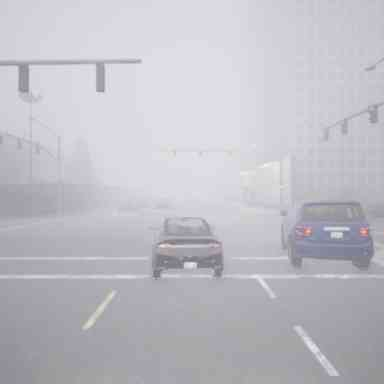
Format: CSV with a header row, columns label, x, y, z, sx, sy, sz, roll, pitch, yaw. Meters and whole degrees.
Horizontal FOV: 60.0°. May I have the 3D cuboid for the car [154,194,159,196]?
label,x,y,z,sx,sy,sz,roll,pitch,yaw
car,-7.034,1.335,57.879,2.097,1.767,4.553,0,0,0

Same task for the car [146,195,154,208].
label,x,y,z,sx,sy,sz,roll,pitch,yaw
car,-7.088,1.338,47.760,2.097,1.767,4.553,0,0,0

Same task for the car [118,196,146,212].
label,x,y,z,sx,sy,sz,roll,pitch,yaw
car,-7.148,1.340,38.936,2.097,1.767,4.553,0,0,2

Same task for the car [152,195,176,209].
label,x,y,z,sx,sy,sz,roll,pitch,yaw
car,-3.590,1.535,43.553,2.033,1.411,5.357,0,0,0

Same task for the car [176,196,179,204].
label,x,y,z,sx,sy,sz,roll,pitch,yaw
car,-3.572,1.489,53.149,1.837,1.490,4.892,0,0,1

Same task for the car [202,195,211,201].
label,x,y,z,sx,sy,sz,roll,pitch,yaw
car,3.494,1.502,80.493,2.128,1.511,4.902,0,0,0

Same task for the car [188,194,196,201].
label,x,y,z,sx,sy,sz,roll,pitch,yaw
car,-0.006,1.332,80.616,2.097,1.767,4.553,0,0,0

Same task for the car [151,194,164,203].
label,x,y,z,sx,sy,sz,roll,pitch,yaw
car,-7.005,1.333,68.128,2.097,1.767,4.553,0,0,0

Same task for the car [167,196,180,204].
label,x,y,z,sx,sy,sz,roll,pitch,yaw
car,-3.504,1.529,63.548,2.033,1.411,5.357,0,0,0

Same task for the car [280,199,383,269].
label,x,y,z,sx,sy,sz,roll,pitch,yaw
car,4.332,1.238,11.382,2.150,2.045,5.566,0,-1,11

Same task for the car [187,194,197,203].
label,x,y,z,sx,sy,sz,roll,pitch,yaw
car,-0.005,1.505,70.444,2.128,1.511,4.902,0,0,0

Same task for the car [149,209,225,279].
label,x,y,z,sx,sy,sz,roll,pitch,yaw
car,-0.255,1.499,10.121,2.128,1.511,4.902,0,0,-5
